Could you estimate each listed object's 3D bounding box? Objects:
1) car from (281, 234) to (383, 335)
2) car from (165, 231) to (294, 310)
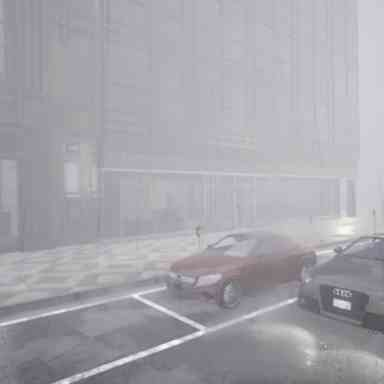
[{"bbox_3d":[3.889,1.564,6.466,4.181,1.385,1.994,0,0,-39],"label":"car"},{"bbox_3d":[1.349,1.608,7.844,4.206,1.307,1.802,0,-1,-39],"label":"car"}]
